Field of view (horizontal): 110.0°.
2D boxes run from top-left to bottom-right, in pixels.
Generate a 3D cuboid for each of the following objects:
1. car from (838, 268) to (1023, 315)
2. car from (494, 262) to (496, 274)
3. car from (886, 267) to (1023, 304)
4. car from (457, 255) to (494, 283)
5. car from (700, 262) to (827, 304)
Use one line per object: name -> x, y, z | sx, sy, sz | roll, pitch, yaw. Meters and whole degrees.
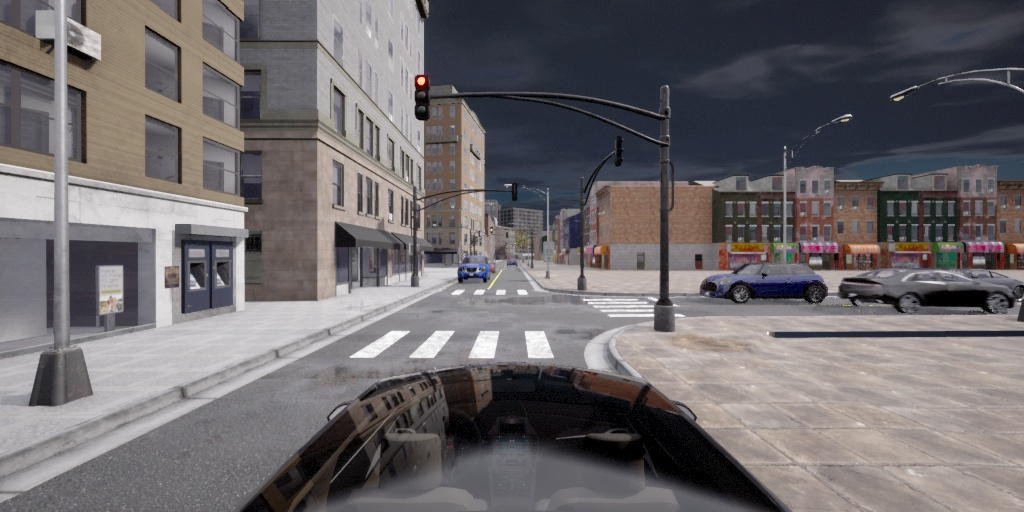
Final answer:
car -> 14.557, 1.188, 12.739 | 4.902, 1.511, 2.128 | 0, 0, 1
car -> -2.884, 1.114, 40.569 | 2.097, 1.767, 4.553 | 0, 0, 0
car -> 19.420, 1.234, 15.618 | 4.181, 1.385, 1.994 | 0, 0, 0
car -> -2.884, 0.976, 28.238 | 2.150, 2.045, 5.566 | 0, 0, 0
car -> 10.741, 1.054, 15.590 | 4.553, 1.767, 2.097 | 0, 0, 1
